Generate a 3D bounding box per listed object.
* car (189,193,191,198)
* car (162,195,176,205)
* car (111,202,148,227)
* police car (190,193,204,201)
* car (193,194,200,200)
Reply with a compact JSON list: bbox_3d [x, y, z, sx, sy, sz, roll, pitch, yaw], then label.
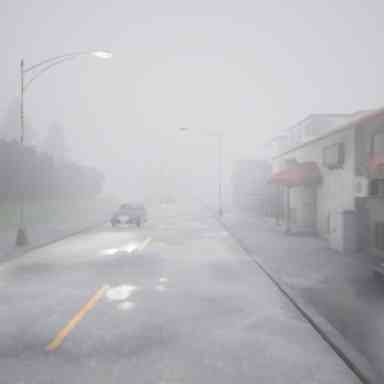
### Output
[{"bbox_3d":[1.082,1.220,94.463,2.097,1.767,4.553,-3,0,0],"label":"car"},{"bbox_3d":[-4.039,1.310,58.877,2.097,1.767,4.553,0,-1,0],"label":"car"},{"bbox_3d":[-4.094,1.472,22.349,2.128,1.511,4.902,0,0,0],"label":"car"},{"bbox_3d":[1.148,1.358,78.603,1.930,1.638,5.238,0,0,0],"label":"police car"},{"bbox_3d":[1.140,1.402,88.493,1.882,1.535,5.008,0,0,0],"label":"car"}]
